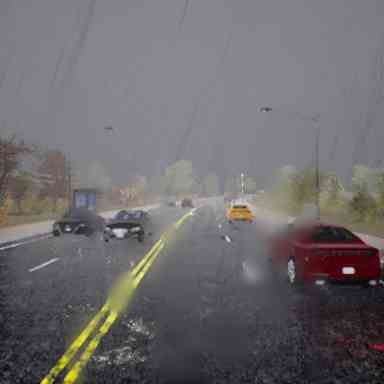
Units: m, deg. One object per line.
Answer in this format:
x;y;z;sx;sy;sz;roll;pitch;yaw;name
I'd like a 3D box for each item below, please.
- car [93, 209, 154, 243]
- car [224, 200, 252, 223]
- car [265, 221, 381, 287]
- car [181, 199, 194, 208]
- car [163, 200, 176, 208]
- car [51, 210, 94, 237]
-3.116;1.662;17.088;2.128;1.511;4.902;0;-1;1;car
3.955;1.762;28.400;1.882;1.535;5.008;0;-1;2;car
3.437;1.582;9.701;1.882;1.535;5.008;0;-1;1;car
-0.812;2.016;58.817;1.882;1.535;5.008;0;0;5;car
-4.010;2.145;59.537;1.895;1.301;4.718;0;0;5;car
-6.313;1.751;19.041;1.994;1.385;4.181;0;-1;2;car
